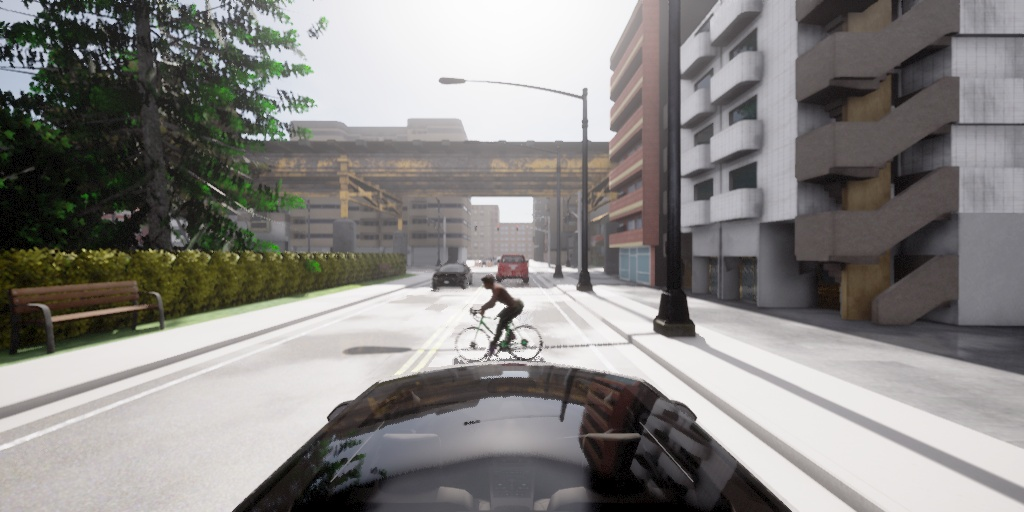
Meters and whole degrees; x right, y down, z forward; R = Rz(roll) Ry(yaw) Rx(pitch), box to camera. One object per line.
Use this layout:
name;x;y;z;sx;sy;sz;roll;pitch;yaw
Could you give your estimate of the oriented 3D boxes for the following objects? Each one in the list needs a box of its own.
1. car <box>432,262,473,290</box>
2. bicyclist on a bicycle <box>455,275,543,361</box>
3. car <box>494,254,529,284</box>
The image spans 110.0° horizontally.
car;-3.540;1.152;21.974;1.882;1.535;5.008;0;0;0
bicyclist on a bicycle;-0.261;1.180;6.693;1.656;1.620;0.582;-2;0;0
car;0.074;0.881;26.409;2.150;2.045;5.566;0;0;0
